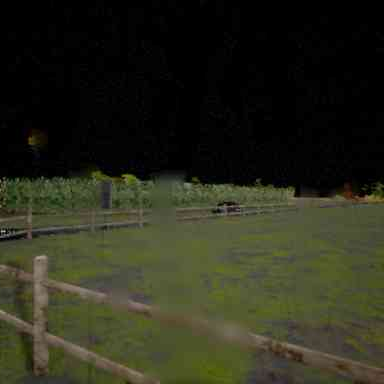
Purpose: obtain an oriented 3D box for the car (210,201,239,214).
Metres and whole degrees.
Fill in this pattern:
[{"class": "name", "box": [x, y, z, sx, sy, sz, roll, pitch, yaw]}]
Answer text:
[{"class": "car", "box": [4.199, 1.974, 41.807, 1.837, 1.490, 4.892, -1, -1, 36]}]
